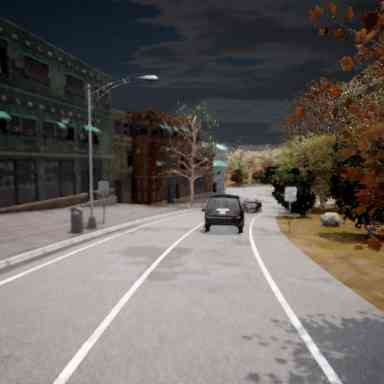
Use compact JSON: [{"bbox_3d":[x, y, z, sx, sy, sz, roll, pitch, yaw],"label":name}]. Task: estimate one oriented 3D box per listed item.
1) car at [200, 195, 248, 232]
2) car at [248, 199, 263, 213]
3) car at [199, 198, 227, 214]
[{"bbox_3d":[2.095,1.186,20.144,2.150,2.045,5.566,1,0,10],"label":"car"},{"bbox_3d":[7.008,1.529,38.470,2.128,1.511,4.902,2,0,19],"label":"car"},{"bbox_3d":[2.286,1.410,35.129,1.837,1.490,4.892,2,0,17],"label":"car"}]
